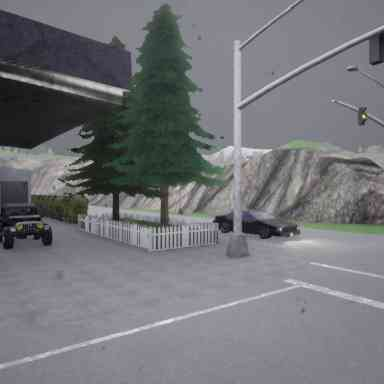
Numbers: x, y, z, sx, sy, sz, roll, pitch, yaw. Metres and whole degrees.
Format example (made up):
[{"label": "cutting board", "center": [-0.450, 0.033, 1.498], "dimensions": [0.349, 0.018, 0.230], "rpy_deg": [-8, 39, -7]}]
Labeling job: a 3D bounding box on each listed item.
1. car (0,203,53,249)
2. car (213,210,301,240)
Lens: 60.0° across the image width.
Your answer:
[{"label": "car", "center": [-8.041, 1.505, 15.808], "dimensions": [1.905, 1.878, 3.866], "rpy_deg": [0, 0, -37]}, {"label": "car", "center": [3.422, 1.739, 18.787], "dimensions": [2.033, 1.411, 5.357], "rpy_deg": [0, 0, -36]}]
